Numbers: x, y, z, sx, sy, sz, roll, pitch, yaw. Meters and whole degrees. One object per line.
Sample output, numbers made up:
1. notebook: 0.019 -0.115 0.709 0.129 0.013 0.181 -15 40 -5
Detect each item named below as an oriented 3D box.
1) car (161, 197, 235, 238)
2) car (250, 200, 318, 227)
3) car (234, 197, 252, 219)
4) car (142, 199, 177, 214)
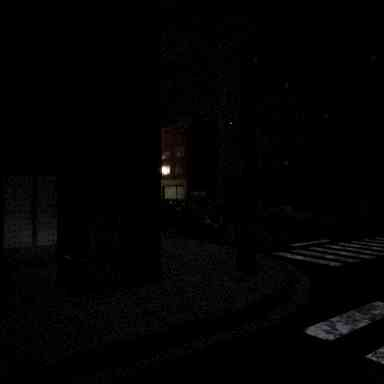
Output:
1. car: -0.317 1.285 17.889 2.192 1.841 5.009 0 0 -35
2. car: 6.129 1.529 22.669 1.752 1.417 4.829 0 0 -35
3. car: 2.939 1.313 27.160 2.192 1.841 5.009 0 0 -35
4. car: -3.643 1.530 36.417 1.887 1.381 4.507 0 0 -35
